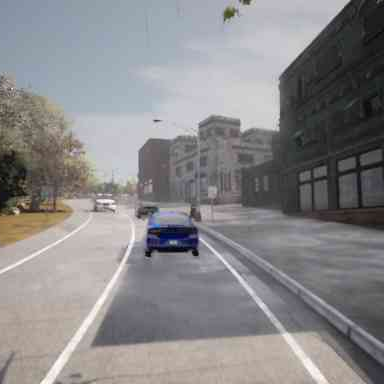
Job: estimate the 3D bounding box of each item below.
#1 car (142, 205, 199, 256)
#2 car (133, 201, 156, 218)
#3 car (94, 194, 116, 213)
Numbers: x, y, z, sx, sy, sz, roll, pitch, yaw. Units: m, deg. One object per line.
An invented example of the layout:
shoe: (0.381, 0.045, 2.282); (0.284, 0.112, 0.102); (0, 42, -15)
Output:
car: (-0.874, 1.496, 13.306); (1.882, 1.535, 5.008); (0, 0, -6)
car: (-4.185, 1.573, 30.416); (1.837, 1.490, 4.892); (1, 0, -15)
car: (-9.812, 1.214, 37.267); (2.150, 2.045, 5.566); (2, 0, -19)
